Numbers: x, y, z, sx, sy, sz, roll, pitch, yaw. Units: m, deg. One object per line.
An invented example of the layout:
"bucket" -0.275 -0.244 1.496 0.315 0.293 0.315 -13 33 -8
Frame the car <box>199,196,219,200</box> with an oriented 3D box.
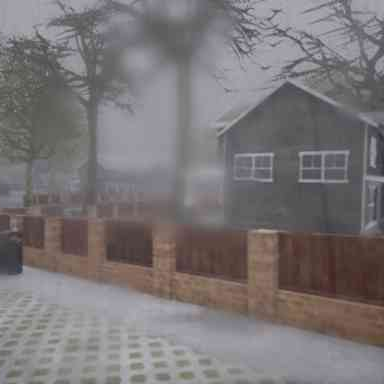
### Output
"car" 2.951 1.304 52.797 1.895 1.301 4.718 2 2 36
